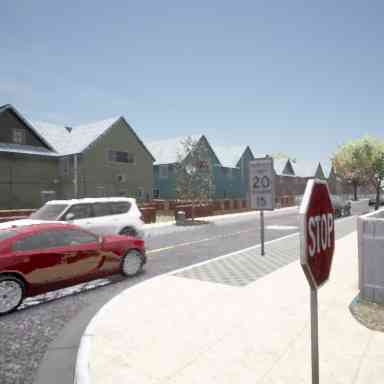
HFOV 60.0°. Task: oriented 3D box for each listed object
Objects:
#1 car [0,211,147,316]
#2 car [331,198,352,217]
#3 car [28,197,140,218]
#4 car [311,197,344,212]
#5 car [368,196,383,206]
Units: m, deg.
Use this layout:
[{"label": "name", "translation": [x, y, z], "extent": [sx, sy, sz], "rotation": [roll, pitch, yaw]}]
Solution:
[{"label": "car", "translation": [-3.214, 1.449, 7.640], "extent": [1.882, 1.535, 5.008], "rotation": [-2, 0, 37]}, {"label": "car", "translation": [12.026, 1.268, 27.987], "extent": [1.837, 1.490, 4.892], "rotation": [-2, -1, 37]}, {"label": "car", "translation": [-4.082, 1.240, 11.423], "extent": [2.150, 2.045, 5.566], "rotation": [-2, -1, 37]}, {"label": "car", "translation": [15.143, 1.329, 37.000], "extent": [2.033, 1.411, 5.357], "rotation": [-2, -1, 37]}, {"label": "car", "translation": [26.357, 1.197, 47.101], "extent": [1.994, 1.385, 4.181], "rotation": [-2, -1, 37]}]
